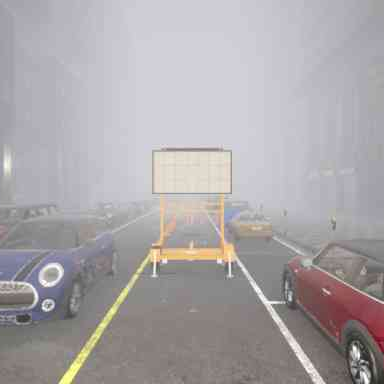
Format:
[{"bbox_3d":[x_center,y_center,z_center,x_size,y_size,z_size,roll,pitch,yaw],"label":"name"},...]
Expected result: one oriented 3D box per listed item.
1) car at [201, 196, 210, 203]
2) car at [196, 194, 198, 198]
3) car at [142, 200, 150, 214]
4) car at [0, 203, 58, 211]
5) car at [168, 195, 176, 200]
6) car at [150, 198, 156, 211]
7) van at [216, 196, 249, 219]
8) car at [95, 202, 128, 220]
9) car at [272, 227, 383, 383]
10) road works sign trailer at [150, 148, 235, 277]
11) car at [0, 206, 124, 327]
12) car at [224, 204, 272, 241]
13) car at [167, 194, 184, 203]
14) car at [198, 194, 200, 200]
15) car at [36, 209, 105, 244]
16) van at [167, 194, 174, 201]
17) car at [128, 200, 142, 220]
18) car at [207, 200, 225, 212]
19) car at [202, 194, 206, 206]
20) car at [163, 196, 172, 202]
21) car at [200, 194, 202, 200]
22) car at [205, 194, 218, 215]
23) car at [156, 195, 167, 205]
[{"bbox_3d":[2.811,1.610,72.356,1.802,1.307,4.206,0,0,0],"label":"car"},{"bbox_3d":[2.822,1.584,89.161,1.887,1.381,4.507,0,0,0],"label":"car"},{"bbox_3d":[-5.742,1.569,33.137,1.947,1.339,4.313,0,0,0],"label":"car"},{"bbox_3d":[-5.758,1.314,10.729,2.192,1.841,5.009,0,0,0],"label":"car"},{"bbox_3d":[-5.699,1.588,94.761,1.887,1.381,4.507,0,0,0],"label":"car"},{"bbox_3d":[-5.738,1.572,38.739,1.947,1.339,4.313,0,0,0],"label":"car"},{"bbox_3d":[2.775,1.342,21.941,1.690,1.788,3.998,0,0,0],"label":"van"},{"bbox_3d":[-5.750,1.440,21.933,1.967,1.590,4.097,0,0,0],"label":"car"},{"bbox_3d":[2.763,1.440,5.135,1.967,1.590,4.097,0,0,0],"label":"car"},{"bbox_3d":[0.007,0.464,10.181,2.380,3.560,2.880,0,0,0],"label":"road works sign trailer"},{"bbox_3d":[-3.095,1.351,7.328,2.097,1.767,4.553,0,0,0],"label":"car"},{"bbox_3d":[2.771,1.525,16.510,1.752,1.417,4.829,0,0,0],"label":"car"},{"bbox_3d":[-2.957,1.497,60.352,1.882,1.535,5.008,0,0,0],"label":"car"},{"bbox_3d":[2.806,1.464,66.754,1.967,1.590,4.097,0,0,0],"label":"car"},{"bbox_3d":[-5.754,1.582,16.331,1.802,1.307,4.206,0,0,0],"label":"car"},{"bbox_3d":[-5.703,1.380,89.159,1.690,1.788,3.998,0,0,0],"label":"van"},{"bbox_3d":[-5.746,1.552,27.536,2.008,1.369,4.403,0,0,0],"label":"car"},{"bbox_3d":[2.787,1.588,38.746,1.802,1.307,4.206,0,0,0],"label":"car"},{"bbox_3d":[2.790,1.324,44.348,2.192,1.841,5.009,0,0,0],"label":"car"},{"bbox_3d":[-5.711,1.576,77.954,1.887,1.381,4.507,0,0,0],"label":"car"},{"bbox_3d":[2.798,1.456,55.551,1.967,1.590,4.097,0,0,0],"label":"car"},{"bbox_3d":[2.782,1.319,33.144,2.192,1.841,5.009,0,0,0],"label":"car"},{"bbox_3d":[-5.727,1.561,55.546,1.887,1.381,4.507,0,0,0],"label":"car"}]
